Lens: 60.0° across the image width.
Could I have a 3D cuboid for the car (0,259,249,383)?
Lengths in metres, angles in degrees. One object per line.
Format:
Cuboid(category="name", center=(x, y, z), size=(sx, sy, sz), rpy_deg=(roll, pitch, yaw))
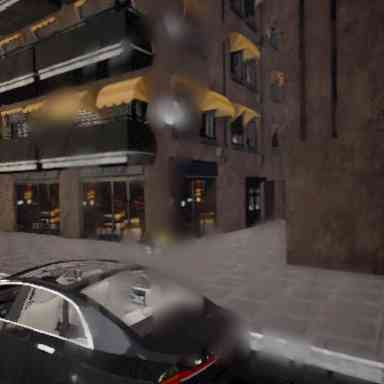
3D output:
Cuboid(category="car", center=(-1.520, 1.504, 3.927), size=(4.403, 1.369, 2.008), rpy_deg=(0, 1, 33))
